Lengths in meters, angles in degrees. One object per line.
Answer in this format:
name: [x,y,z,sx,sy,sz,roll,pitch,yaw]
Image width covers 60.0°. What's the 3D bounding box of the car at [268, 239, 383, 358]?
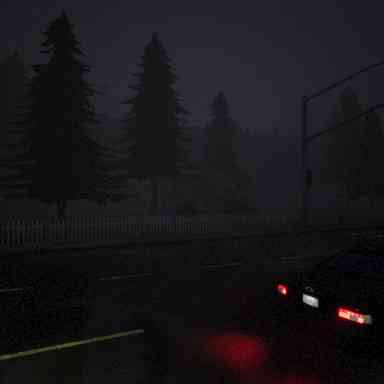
car: [3.891,1.547,5.698,5.357,1.411,2.033,0,0,-26]
